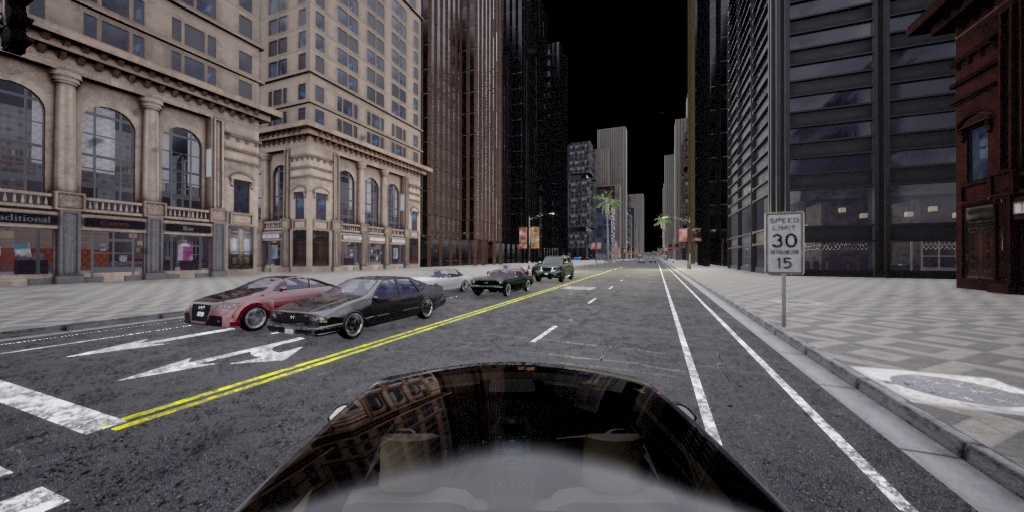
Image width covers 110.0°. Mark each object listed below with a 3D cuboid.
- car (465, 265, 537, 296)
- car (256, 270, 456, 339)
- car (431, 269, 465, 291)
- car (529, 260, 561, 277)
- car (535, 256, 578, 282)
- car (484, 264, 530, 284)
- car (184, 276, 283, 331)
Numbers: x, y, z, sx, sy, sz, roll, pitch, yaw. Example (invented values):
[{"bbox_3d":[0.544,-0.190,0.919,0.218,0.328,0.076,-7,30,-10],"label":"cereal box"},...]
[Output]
[{"bbox_3d":[-0.420,1.358,19.402,1.895,1.301,4.718,0,0,22],"label":"car"},{"bbox_3d":[-4.006,1.299,10.509,2.033,1.411,5.357,0,0,22],"label":"car"},{"bbox_3d":[-4.003,1.357,19.211,1.895,1.301,4.718,0,0,22],"label":"car"},{"bbox_3d":[3.573,1.251,37.901,1.882,1.535,5.008,0,0,22],"label":"car"},{"bbox_3d":[3.582,0.987,29.322,2.150,2.045,5.566,0,0,22],"label":"car"},{"bbox_3d":[-0.278,1.364,28.449,1.895,1.301,4.718,0,0,22],"label":"car"},{"bbox_3d":[-7.274,1.316,11.083,1.994,1.385,4.181,0,0,22],"label":"car"}]
